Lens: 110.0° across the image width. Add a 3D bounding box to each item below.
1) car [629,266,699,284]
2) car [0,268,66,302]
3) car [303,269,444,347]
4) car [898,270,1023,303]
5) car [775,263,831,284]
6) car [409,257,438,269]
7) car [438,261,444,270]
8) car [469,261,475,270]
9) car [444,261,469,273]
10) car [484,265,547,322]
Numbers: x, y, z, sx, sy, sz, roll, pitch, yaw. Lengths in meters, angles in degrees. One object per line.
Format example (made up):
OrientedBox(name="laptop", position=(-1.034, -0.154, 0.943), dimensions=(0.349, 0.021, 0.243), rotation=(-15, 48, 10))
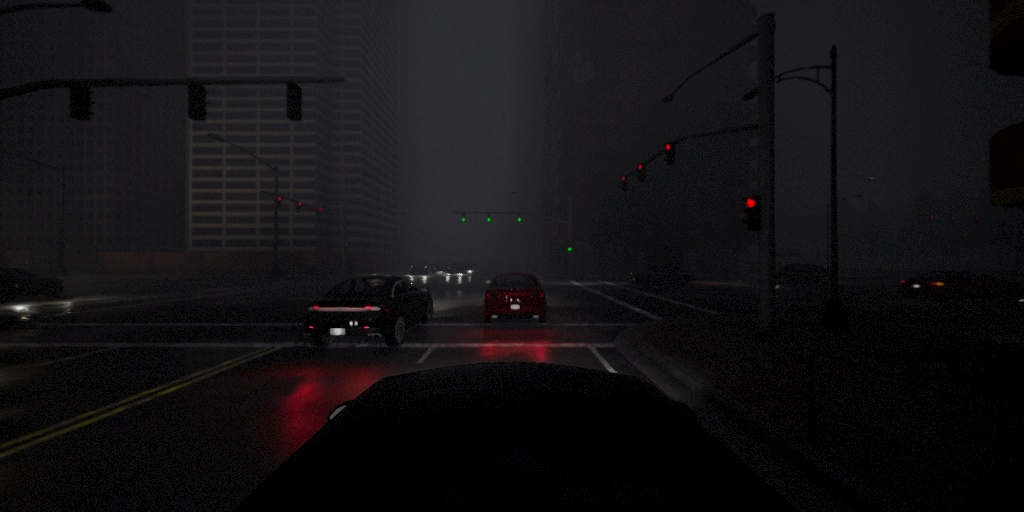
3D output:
OrientedBox(name="car", position=(11.578, 1.456, 27.566), dimensions=(4.718, 1.301, 1.895), rotation=(0, 0, 2))
OrientedBox(name="car", position=(-24.424, 1.291, 17.028), dimensions=(5.008, 1.535, 1.882), rotation=(0, 0, 0))
OrientedBox(name="car", position=(-3.409, 1.274, 9.443), dimensions=(2.128, 1.511, 4.902), rotation=(0, 0, 0))
OrientedBox(name="car", position=(20.940, 1.375, 16.795), dimensions=(4.181, 1.385, 1.994), rotation=(0, 0, 0))
OrientedBox(name="car", position=(21.704, 1.332, 27.443), dimensions=(5.008, 1.535, 1.882), rotation=(0, 0, 1))
OrientedBox(name="car", position=(-10.601, 1.270, 42.685), dimensions=(2.097, 1.767, 4.553), rotation=(0, 0, 0))
OrientedBox(name="car", position=(-10.576, 1.507, 52.883), dimensions=(2.033, 1.411, 5.357), rotation=(0, 0, 0))
OrientedBox(name="car", position=(-7.057, 1.480, 56.838), dimensions=(1.837, 1.490, 4.892), rotation=(0, 0, 1))
OrientedBox(name="car", position=(-7.099, 1.438, 46.568), dimensions=(1.837, 1.490, 4.892), rotation=(0, 0, 0))
OrientedBox(name="car", position=(0.095, 1.272, 12.526), dimensions=(1.882, 1.535, 5.008), rotation=(0, 0, 0))
